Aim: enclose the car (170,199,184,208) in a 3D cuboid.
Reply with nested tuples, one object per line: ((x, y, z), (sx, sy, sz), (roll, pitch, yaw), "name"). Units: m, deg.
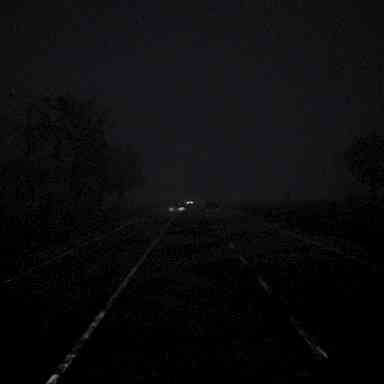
((-2.776, 1.991, 60.811), (2.097, 1.767, 4.553), (-2, -1, 6), "car")

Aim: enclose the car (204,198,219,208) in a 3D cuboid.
((3.119, 1.687, 54.442), (2.097, 1.767, 4.553), (-2, 0, 0), "car")
